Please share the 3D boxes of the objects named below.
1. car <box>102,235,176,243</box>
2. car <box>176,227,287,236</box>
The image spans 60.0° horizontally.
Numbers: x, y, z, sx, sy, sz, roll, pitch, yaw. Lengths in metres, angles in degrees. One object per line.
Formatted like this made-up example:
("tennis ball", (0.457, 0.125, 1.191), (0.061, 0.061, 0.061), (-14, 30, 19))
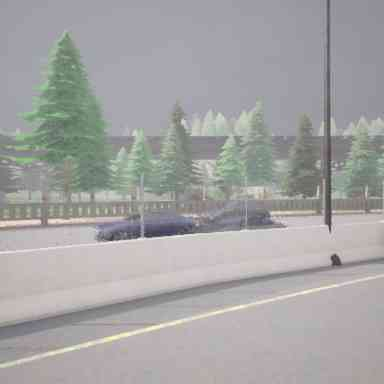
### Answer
("car", (-2.027, 1.526, 14.856), (4.674, 1.442, 1.812), (0, 0, -30))
("car", (1.784, 1.564, 12.988), (4.181, 1.385, 1.994), (0, 0, -29))
